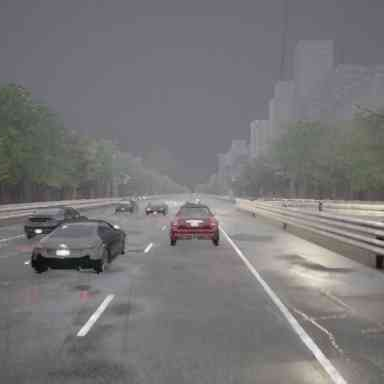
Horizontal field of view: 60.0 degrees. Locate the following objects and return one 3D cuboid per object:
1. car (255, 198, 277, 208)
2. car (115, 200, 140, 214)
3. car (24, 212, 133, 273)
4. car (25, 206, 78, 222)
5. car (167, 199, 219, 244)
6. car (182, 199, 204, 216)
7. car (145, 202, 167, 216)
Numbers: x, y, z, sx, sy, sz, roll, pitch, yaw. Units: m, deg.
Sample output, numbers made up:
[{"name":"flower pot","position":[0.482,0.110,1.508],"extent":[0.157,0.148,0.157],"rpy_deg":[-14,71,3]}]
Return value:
[{"name":"car","position":[10.096,1.564,46.066],"extent":[2.128,1.511,4.902],"rpy_deg":[0,0,-23]},{"name":"car","position":[-6.881,1.532,35.378],"extent":[1.812,1.442,4.674],"rpy_deg":[0,0,0]},{"name":"car","position":[-3.391,1.566,10.758],"extent":[1.994,1.385,4.181],"rpy_deg":[0,0,0]},{"name":"car","position":[-6.890,1.507,17.351],"extent":[1.837,1.490,4.892],"rpy_deg":[0,0,0]},{"name":"car","position":[0.112,1.354,15.867],"extent":[2.097,1.767,4.553],"rpy_deg":[0,0,0]},{"name":"car","position":[0.118,1.497,34.181],"extent":[2.128,1.511,4.902],"rpy_deg":[0,0,0]},{"name":"car","position":[-3.382,1.606,32.891],"extent":[1.895,1.301,4.718],"rpy_deg":[0,0,0]}]
